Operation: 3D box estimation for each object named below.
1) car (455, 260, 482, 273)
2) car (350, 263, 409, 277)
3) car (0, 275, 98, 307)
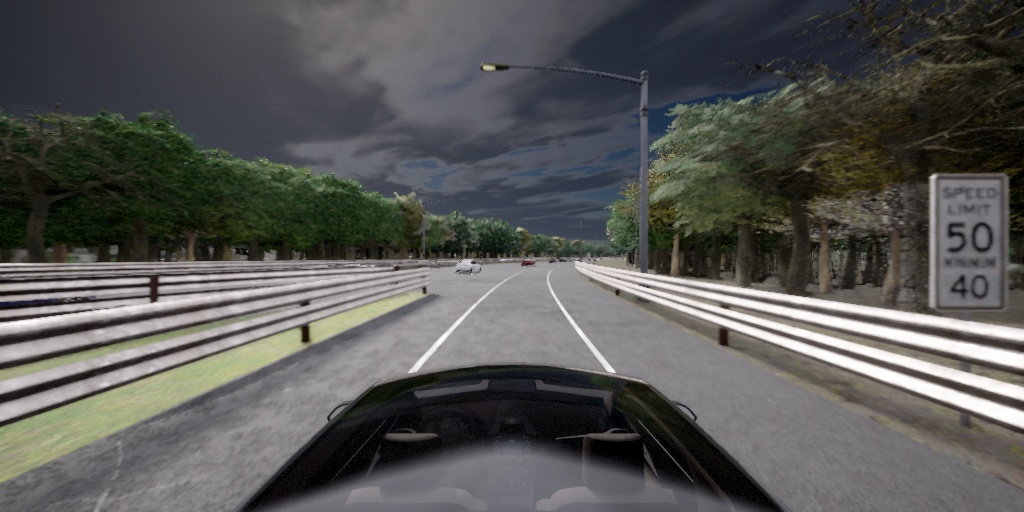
[{"bbox_3d":[-5.003,1.219,41.671,1.812,1.442,4.674,0,0,16],"label":"car"},{"bbox_3d":[-9.427,1.184,26.375,2.033,1.411,5.357,0,0,16],"label":"car"},{"bbox_3d":[-14.334,1.102,9.412,1.812,1.442,4.674,0,0,16],"label":"car"}]
